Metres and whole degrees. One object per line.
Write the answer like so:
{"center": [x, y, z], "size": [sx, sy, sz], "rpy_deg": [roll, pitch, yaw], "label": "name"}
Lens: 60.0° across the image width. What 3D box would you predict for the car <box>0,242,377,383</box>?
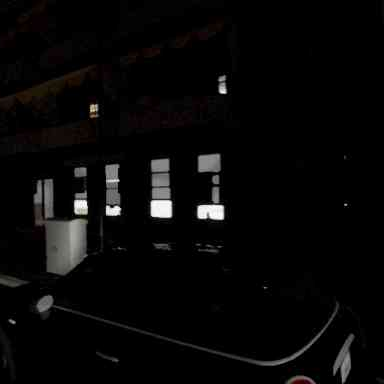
{"center": [-0.552, 1.382, 3.786], "size": [4.553, 1.767, 2.097], "rpy_deg": [-1, 0, 35], "label": "car"}
